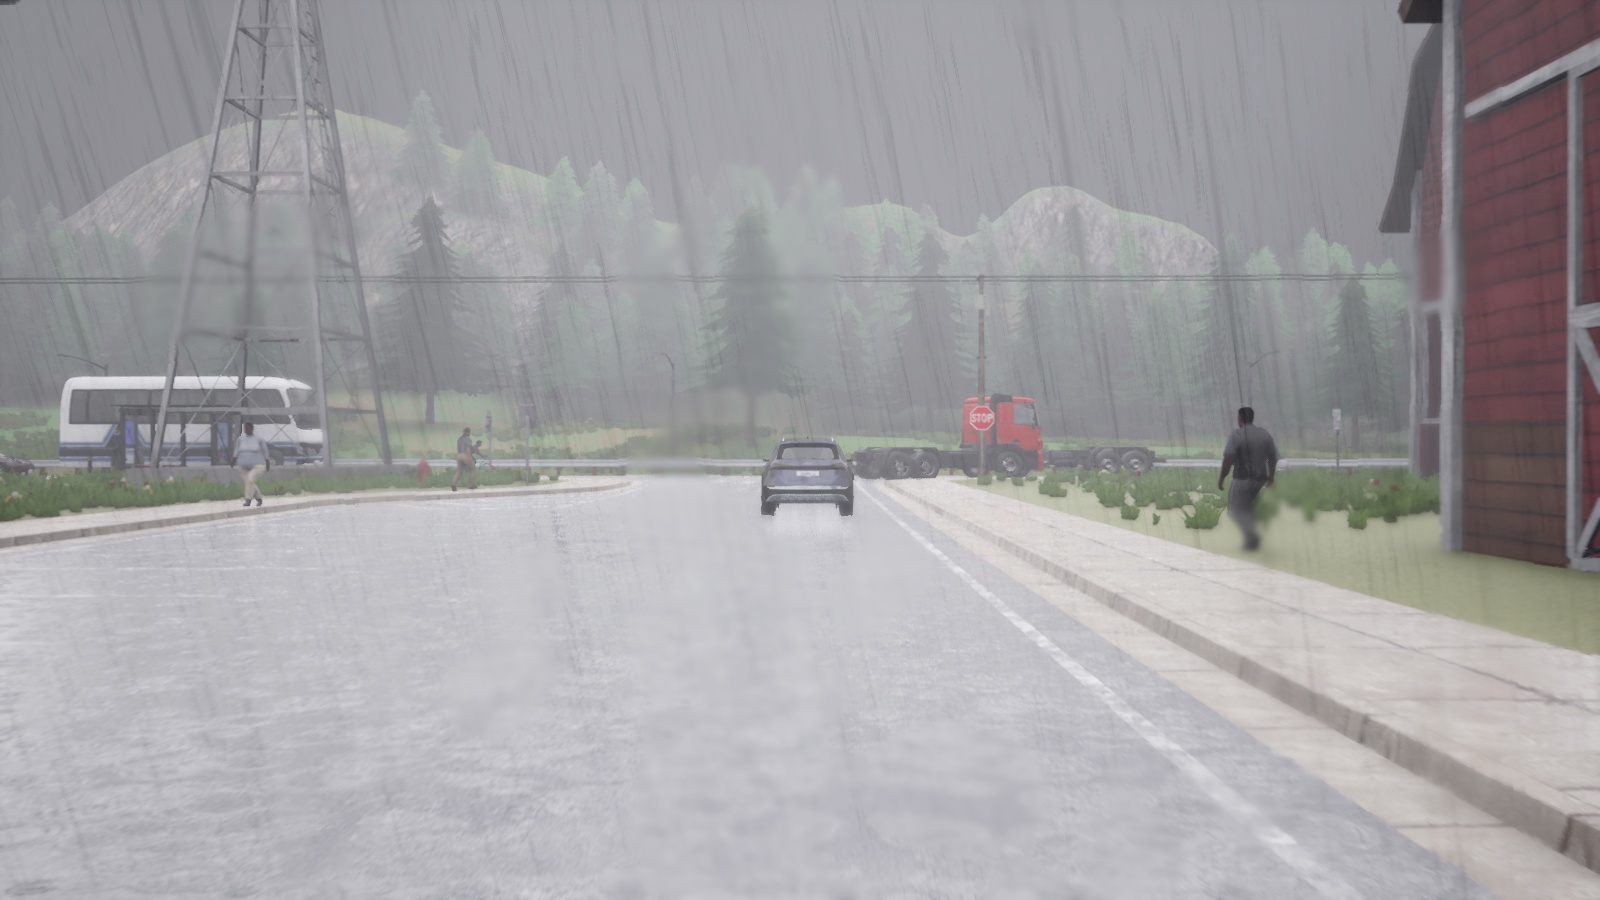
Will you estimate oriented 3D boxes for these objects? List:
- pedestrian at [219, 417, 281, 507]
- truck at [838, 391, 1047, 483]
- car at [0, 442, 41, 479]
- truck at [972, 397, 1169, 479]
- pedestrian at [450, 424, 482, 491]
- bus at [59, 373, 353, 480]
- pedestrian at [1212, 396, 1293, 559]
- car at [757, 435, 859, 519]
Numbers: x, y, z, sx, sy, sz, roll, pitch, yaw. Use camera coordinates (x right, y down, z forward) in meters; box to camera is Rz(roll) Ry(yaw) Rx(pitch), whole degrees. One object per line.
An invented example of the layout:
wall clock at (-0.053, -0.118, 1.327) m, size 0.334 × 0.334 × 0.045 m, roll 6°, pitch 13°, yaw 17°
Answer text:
pedestrian at (-11.476, 0.245, 26.228) m, size 0.874 × 1.855 × 0.900 m, roll 0°, pitch 0°, yaw 2°
truck at (5.717, -0.514, 50.160) m, size 7.936 × 3.462 × 2.891 m, roll 0°, pitch 0°, yaw -25°
car at (-34.468, 0.426, 51.913) m, size 4.792 × 1.488 × 2.163 m, roll 0°, pitch 0°, yaw -9°
truck at (11.590, -0.532, 54.403) m, size 7.936 × 3.462 × 2.891 m, roll 0°, pitch 0°, yaw 1°
pedestrian at (-9.333, 0.197, 35.083) m, size 0.540 × 1.848 × 0.694 m, roll 0°, pitch 0°, yaw 27°
bus at (-24.268, -0.941, 51.734) m, size 10.273 × 4.253 × 3.944 m, roll 0°, pitch 0°, yaw 1°
pedestrian at (5.391, 0.319, 14.998) m, size 0.563 × 1.883 × 0.849 m, roll 0°, pitch 0°, yaw -10°
car at (0.171, 0.523, 27.267) m, size 2.033 × 1.649 × 4.856 m, roll 0°, pitch 0°, yaw 0°
